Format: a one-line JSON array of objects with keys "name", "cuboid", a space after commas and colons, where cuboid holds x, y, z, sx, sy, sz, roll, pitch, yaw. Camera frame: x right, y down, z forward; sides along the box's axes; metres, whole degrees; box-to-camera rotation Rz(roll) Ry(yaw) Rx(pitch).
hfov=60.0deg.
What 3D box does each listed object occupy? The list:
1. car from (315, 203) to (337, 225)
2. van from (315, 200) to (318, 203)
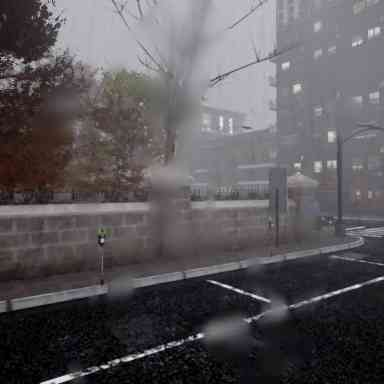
[{"name": "car", "cuboid": [8.280, 1.801, 25.766, 2.033, 1.411, 5.357, 0, -1, -36]}, {"name": "van", "cuboid": [10.417, 1.646, 32.623, 1.690, 1.788, 3.998, -1, 0, -36]}]
